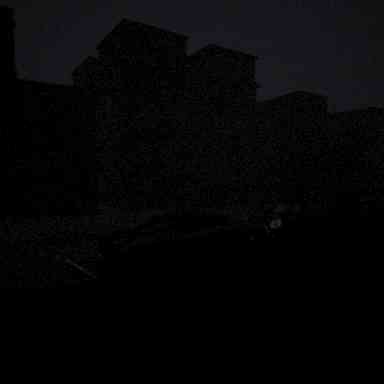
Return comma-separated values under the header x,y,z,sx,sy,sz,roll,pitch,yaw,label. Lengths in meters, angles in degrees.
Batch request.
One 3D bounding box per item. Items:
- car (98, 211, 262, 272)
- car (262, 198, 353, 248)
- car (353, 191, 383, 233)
x,y,z,sx,sy,sz,roll,pitch,yaw,label
-0.442,1.349,10.252,4.792,1.488,2.163,0,1,-33,car
4.112,1.144,13.517,4.553,1.767,2.185,0,0,-33,car
10.337,0.974,17.968,5.566,2.045,2.435,-1,0,-33,car
